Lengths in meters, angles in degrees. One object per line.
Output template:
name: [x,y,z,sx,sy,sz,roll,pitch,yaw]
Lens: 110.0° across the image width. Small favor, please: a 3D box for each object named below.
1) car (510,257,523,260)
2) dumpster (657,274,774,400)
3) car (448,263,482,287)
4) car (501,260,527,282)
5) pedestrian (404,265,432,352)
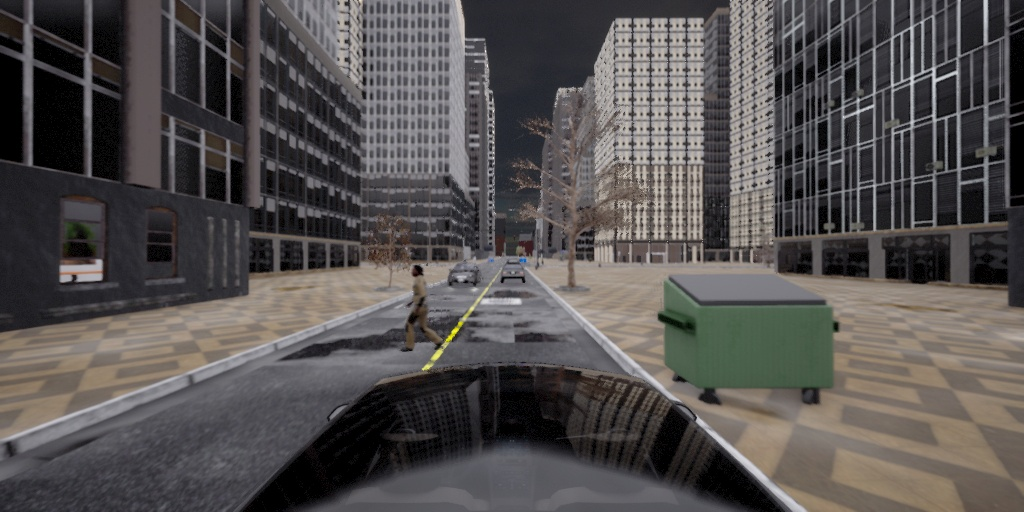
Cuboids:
car: [0.106,1.154,45.546,1.882,1.535,5.008,0,0,1]
dumpster: [3.136,1.139,6.010,1.020,1.700,1.940,0,0,0]
car: [-3.096,1.205,24.237,2.128,1.511,4.902,0,0,0]
car: [0.088,1.254,28.222,2.033,1.411,5.357,0,0,0]
pedestrian: [-1.931,1.034,7.380,0.375,1.860,0.375,0,0,-1]
